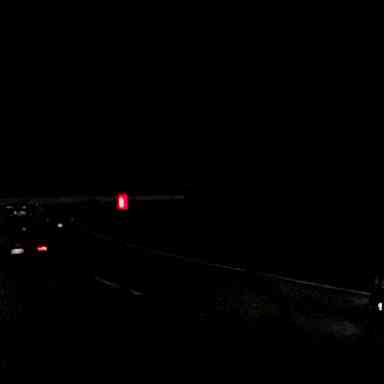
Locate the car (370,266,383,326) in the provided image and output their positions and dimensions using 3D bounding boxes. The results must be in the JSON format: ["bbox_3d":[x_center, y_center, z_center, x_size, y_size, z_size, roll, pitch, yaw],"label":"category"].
[{"bbox_3d":[5.190,1.396,4.863,4.553,1.767,2.097,0,0,33],"label":"car"}]

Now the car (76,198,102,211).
[{"bbox_3d":[-12.271,1.470,39.885,1.882,1.535,5.008,0,0,1],"label":"car"}]

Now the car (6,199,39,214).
[{"bbox_3d":[-14.862,1.448,29.403,2.128,1.511,4.902,0,0,-12],"label":"car"}]

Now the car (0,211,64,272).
[{"bbox_3d":[-5.951,1.529,10.283,2.033,1.411,5.357,0,0,-39],"label":"car"}]

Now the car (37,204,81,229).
[{"bbox_3d":[-8.416,1.585,20.745,1.895,1.301,4.718,0,0,-26],"label":"car"}]

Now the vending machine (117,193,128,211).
[{"bbox_3d":[-8.484,1.215,40.591,1.100,2.100,0.880,0,0,4],"label":"vending machine"}]

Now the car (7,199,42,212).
[{"bbox_3d":[-19.179,1.508,38.336,1.994,1.385,4.181,0,0,-1],"label":"car"}]
